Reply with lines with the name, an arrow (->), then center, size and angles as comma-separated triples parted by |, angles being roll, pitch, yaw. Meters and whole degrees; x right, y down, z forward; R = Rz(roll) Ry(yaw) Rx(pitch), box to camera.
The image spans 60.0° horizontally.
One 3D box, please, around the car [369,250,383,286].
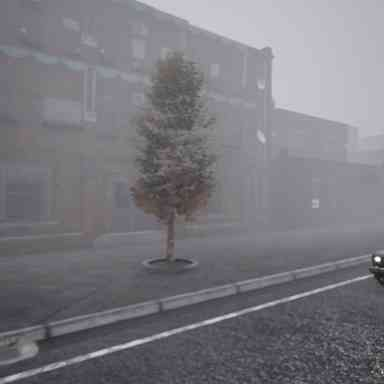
car -> 6.392, 1.619, 8.236 | 4.718, 1.301, 1.895 | 0, 0, -35
